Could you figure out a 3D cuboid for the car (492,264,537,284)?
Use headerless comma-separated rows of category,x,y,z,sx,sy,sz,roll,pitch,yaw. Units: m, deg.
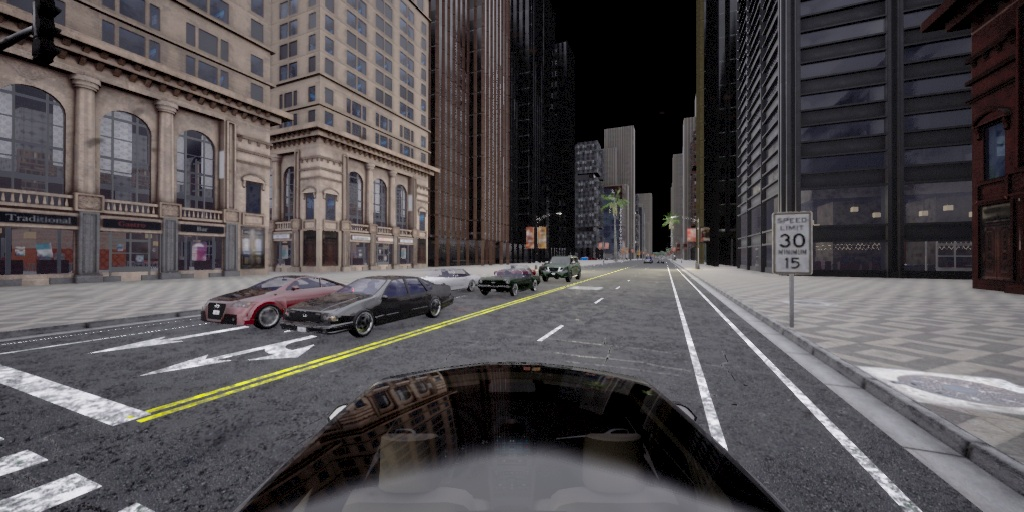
car,0.282,1.364,28.561,1.895,1.301,4.718,0,0,23

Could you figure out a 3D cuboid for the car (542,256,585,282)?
car,4.158,0.987,29.357,2.150,2.045,5.566,0,0,23

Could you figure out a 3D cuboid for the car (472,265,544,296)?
car,-0.040,1.358,19.519,1.895,1.301,4.718,0,0,23

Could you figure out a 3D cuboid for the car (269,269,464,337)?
car,-3.800,1.299,10.698,2.033,1.411,5.357,0,0,23

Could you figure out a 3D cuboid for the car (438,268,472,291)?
car,-3.626,1.357,19.398,1.895,1.301,4.718,0,0,23

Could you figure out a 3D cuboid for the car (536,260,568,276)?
car,4.319,1.251,37.935,1.882,1.535,5.008,0,0,24

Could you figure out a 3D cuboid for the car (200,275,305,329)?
car,-7.057,1.316,11.336,1.994,1.385,4.181,0,0,23
